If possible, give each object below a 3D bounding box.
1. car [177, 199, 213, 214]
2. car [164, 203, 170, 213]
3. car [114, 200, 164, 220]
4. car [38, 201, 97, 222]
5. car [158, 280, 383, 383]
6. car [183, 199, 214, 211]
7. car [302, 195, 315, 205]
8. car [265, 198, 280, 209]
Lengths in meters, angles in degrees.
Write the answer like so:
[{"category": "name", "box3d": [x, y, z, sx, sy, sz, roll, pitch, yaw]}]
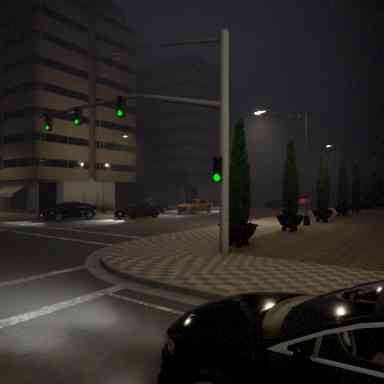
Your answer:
[{"category": "car", "box3d": [0.368, 1.533, 36.316, 1.882, 1.535, 5.008, 0, 0, 35]}, {"category": "car", "box3d": [-4.538, 1.603, 35.443, 2.033, 1.411, 5.357, 0, 0, 35]}, {"category": "car", "box3d": [-4.784, 1.619, 29.030, 1.994, 1.385, 4.181, 0, 0, 35]}, {"category": "car", "box3d": [-10.160, 1.560, 27.487, 1.837, 1.490, 4.892, 0, 0, 35]}, {"category": "car", "box3d": [1.895, 1.492, 2.622, 4.902, 1.511, 2.128, 0, 0, 36]}, {"category": "car", "box3d": [0.916, 1.619, 43.131, 1.994, 1.385, 4.181, 0, 0, 36]}, {"category": "car", "box3d": [20.295, 1.409, 58.481, 2.097, 1.767, 4.553, 0, 0, 32]}, {"category": "car", "box3d": [11.705, 1.547, 45.949, 2.128, 1.511, 4.902, 0, 0, 35]}]
